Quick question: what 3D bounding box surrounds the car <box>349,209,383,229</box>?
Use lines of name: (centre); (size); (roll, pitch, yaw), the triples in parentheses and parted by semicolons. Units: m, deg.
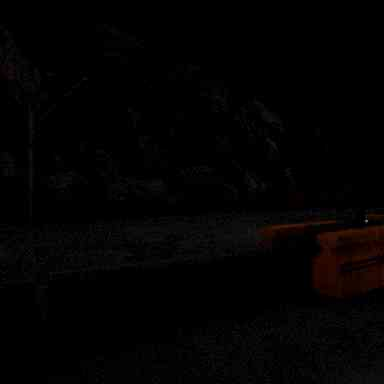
car: (10.714, 1.423, 17.030); (5.008, 1.535, 1.882); (0, -1, 6)
